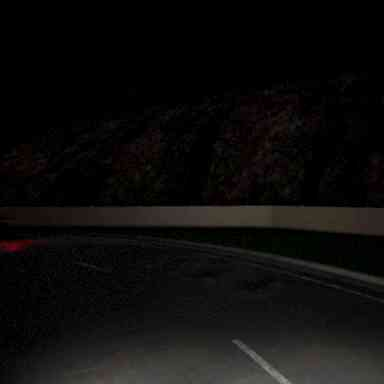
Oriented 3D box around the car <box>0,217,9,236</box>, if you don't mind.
[{"bbox_3d":[-11.116,1.552,15.440,5.008,1.535,1.882,-1,0,10],"label":"car"}]
